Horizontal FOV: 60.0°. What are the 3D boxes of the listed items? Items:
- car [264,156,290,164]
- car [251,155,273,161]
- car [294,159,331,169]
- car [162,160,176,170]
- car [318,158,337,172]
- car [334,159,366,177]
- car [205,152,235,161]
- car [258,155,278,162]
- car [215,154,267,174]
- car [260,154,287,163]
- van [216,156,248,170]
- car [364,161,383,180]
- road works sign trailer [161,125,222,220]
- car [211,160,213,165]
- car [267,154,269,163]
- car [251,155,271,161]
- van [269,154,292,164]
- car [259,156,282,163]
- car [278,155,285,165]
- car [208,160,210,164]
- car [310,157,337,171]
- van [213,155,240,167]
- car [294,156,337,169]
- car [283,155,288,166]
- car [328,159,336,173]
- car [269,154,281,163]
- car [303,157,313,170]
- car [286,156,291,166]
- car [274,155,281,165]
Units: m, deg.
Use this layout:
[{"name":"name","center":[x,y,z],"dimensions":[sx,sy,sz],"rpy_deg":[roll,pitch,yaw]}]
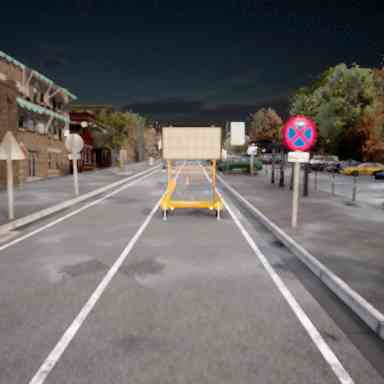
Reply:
[{"name":"car","center":[18.951,-7.168,74.139],"dimensions":[5.366,1.575,1.946],"rpy_deg":[0,7,0]},{"name":"car","center":[18.560,-8.918,87.907],"dimensions":[5.366,1.575,1.946],"rpy_deg":[0,7,0]},{"name":"car","center":[18.790,-4.437,52.095],"dimensions":[4.892,1.521,2.231],"rpy_deg":[0,7,0]},{"name":"car","center":[-3.324,-4.067,49.294],"dimensions":[1.812,1.442,4.674],"rpy_deg":[0,7,0]},{"name":"car","center":[18.818,-3.124,41.071],"dimensions":[4.892,1.521,2.231],"rpy_deg":[0,7,0]},{"name":"car","center":[18.633,-2.472,35.559],"dimensions":[5.366,1.575,1.946],"rpy_deg":[0,7,0]},{"name":"car","center":[5.662,-6.986,70.777],"dimensions":[5.566,2.045,2.435],"rpy_deg":[0,7,0]},{"name":"car","center":[18.784,-8.340,82.386],"dimensions":[4.553,1.767,2.185],"rpy_deg":[0,7,0]},{"name":"car","center":[5.704,-3.264,40.160],"dimensions":[5.566,2.045,2.435],"rpy_deg":[0,7,0]},{"name":"car","center":[18.790,-7.765,76.862],"dimensions":[5.566,2.045,2.435],"rpy_deg":[0,7,0]},{"name":"van","center":[5.838,-4.233,48.514],"dimensions":[4.442,1.987,1.878],"rpy_deg":[0,7,0]},{"name":"car","center":[18.798,-1.783,30.050],"dimensions":[4.792,1.488,2.163],"rpy_deg":[0,7,0]},{"name":"road works sign trailer","center":[-0.008,-0.908,13.531],"dimensions":[2.380,3.560,2.880],"rpy_deg":[0,6,0]},{"name":"car","center":[5.544,-3.349,42.973],"dimensions":[5.366,1.575,1.946],"rpy_deg":[0,7,0]},{"name":"car","center":[18.801,-6.715,68.601],"dimensions":[5.566,2.045,2.435],"rpy_deg":[0,7,0]},{"name":"car","center":[18.747,-9.264,90.663],"dimensions":[4.892,1.521,2.231],"rpy_deg":[0,7,0]},{"name":"van","center":[18.885,-7.040,71.359],"dimensions":[4.442,1.987,1.878],"rpy_deg":[0,7,0]},{"name":"car","center":[18.729,-7.836,79.651],"dimensions":[4.792,1.488,2.163],"rpy_deg":[0,7,0]},{"name":"car","center":[18.755,-5.406,60.365],"dimensions":[4.792,1.488,2.163],"rpy_deg":[0,7,0]},{"name":"car","center":[5.735,-5.317,59.680],"dimensions":[4.792,1.488,2.163],"rpy_deg":[0,7,0]},{"name":"car","center":[18.813,-3.454,43.827],"dimensions":[5.008,1.535,2.097],"rpy_deg":[0,7,0]},{"name":"van","center":[5.826,-5.234,56.866],"dimensions":[4.442,1.987,1.878],"rpy_deg":[0,7,0]},{"name":"car","center":[18.771,-4.360,49.310],"dimensions":[5.566,2.045,2.435],"rpy_deg":[0,7,0]},{"name":"car","center":[18.973,-5.105,57.610],"dimensions":[5.366,1.575,1.946],"rpy_deg":[0,7,0]},{"name":"car","center":[18.844,-2.768,38.319],"dimensions":[4.792,1.488,2.163],"rpy_deg":[0,7,0]},{"name":"car","center":[18.748,-6.370,65.846],"dimensions":[5.566,2.045,2.435],"rpy_deg":[0,7,0]},{"name":"car","center":[18.809,-3.782,46.583],"dimensions":[5.008,1.535,2.097],"rpy_deg":[0,7,0]},{"name":"car","center":[18.787,-4.769,54.853],"dimensions":[5.008,1.535,2.097],"rpy_deg":[0,7,0]},{"name":"car","center":[18.809,-5.749,63.127],"dimensions":[4.792,1.488,2.163],"rpy_deg":[0,7,0]}]
